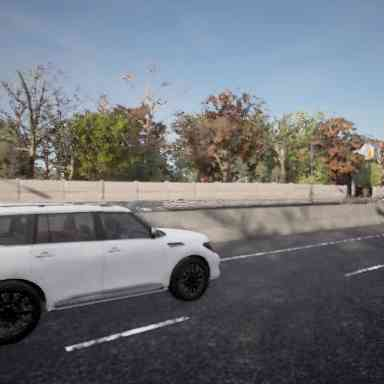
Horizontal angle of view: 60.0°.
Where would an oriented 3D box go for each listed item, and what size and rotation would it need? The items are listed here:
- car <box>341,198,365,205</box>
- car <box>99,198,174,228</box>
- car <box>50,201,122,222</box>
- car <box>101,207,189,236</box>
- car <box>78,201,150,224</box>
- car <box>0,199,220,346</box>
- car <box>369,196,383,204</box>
[{"bbox_3d":[25.154,1.613,51.977,4.181,1.385,1.994,0,0,-35],"label":"car"},{"bbox_3d":[-3.754,1.358,22.811,4.553,1.767,2.097,0,0,-35],"label":"car"},{"bbox_3d":[-8.794,1.553,27.810,5.357,1.411,2.033,0,0,-36],"label":"car"},{"bbox_3d":[-2.633,1.606,19.314,4.718,1.301,1.895,0,0,-36],"label":"car"},{"bbox_3d":[-5.922,1.484,25.564,5.008,1.535,1.882,0,0,-35],"label":"car"},{"bbox_3d":[-2.037,1.223,6.597,5.566,2.045,2.150,0,0,-36],"label":"car"},{"bbox_3d":[28.657,1.403,50.176,4.553,1.767,2.097,0,0,-35],"label":"car"}]
